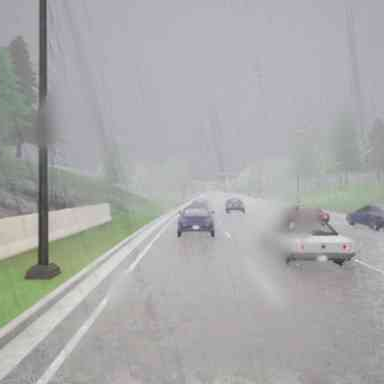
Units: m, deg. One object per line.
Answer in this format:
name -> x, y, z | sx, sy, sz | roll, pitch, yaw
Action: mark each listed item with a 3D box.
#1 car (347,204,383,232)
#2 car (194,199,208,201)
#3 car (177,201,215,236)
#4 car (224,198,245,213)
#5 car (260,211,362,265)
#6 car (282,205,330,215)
car -> 10.768, 1.419, 19.298 | 1.812, 1.442, 4.674 | 0, 0, 1
car -> 0.936, 1.406, 35.520 | 1.895, 1.301, 4.718 | 0, 0, 3
car -> 0.238, 1.430, 17.502 | 1.812, 1.442, 4.674 | 0, 0, 1
car -> 4.375, 1.359, 34.336 | 2.033, 1.411, 5.357 | 0, 0, 3
car -> 3.621, 1.538, 11.422 | 1.895, 1.301, 4.718 | 0, 0, 0
car -> 7.343, 1.480, 21.997 | 1.895, 1.301, 4.718 | 0, 0, 2
